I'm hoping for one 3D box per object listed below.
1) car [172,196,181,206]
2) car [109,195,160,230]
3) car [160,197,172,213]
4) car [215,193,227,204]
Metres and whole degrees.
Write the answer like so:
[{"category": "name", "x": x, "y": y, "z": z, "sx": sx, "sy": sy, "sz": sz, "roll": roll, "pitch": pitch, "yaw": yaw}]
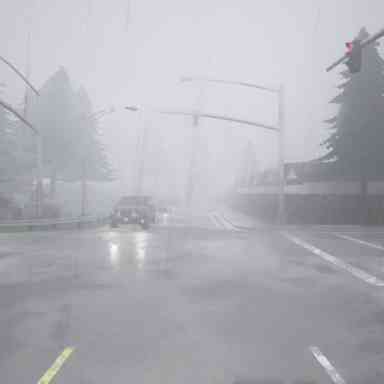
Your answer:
[{"category": "car", "x": -3.093, "y": 1.501, "z": 53.811, "sx": 1.837, "sy": 1.490, "sz": 4.892, "roll": 0, "pitch": -1, "yaw": 13}, {"category": "car", "x": -3.692, "y": 1.221, "z": 21.710, "sx": 2.150, "sy": 2.045, "sz": 5.566, "roll": 0, "pitch": 0, "yaw": 1}, {"category": "car", "x": -3.598, "y": 1.501, "z": 37.050, "sx": 1.837, "sy": 1.490, "sz": 4.892, "roll": 0, "pitch": 1, "yaw": 0}, {"category": "car", "x": 6.889, "y": 1.206, "z": 60.906, "sx": 5.566, "sy": 2.045, "sz": 2.150, "roll": 0, "pitch": 0, "yaw": -22}]
